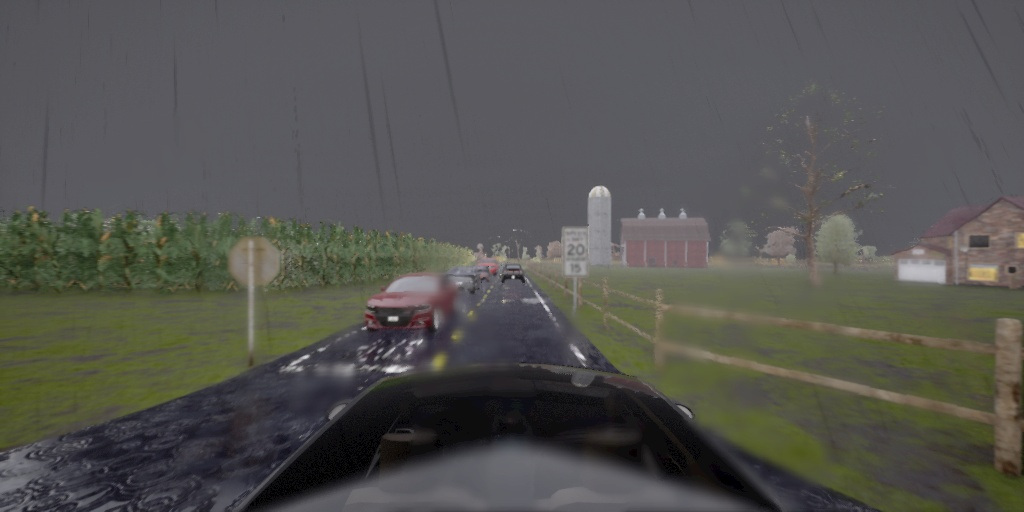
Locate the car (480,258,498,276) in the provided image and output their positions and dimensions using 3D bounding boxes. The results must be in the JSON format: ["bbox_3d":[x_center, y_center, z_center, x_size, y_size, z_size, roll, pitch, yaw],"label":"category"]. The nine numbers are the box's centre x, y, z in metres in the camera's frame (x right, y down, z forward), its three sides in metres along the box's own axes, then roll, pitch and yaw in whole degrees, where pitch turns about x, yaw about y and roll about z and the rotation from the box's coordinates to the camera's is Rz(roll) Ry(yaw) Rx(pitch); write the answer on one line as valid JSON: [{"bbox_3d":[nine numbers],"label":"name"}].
[{"bbox_3d":[-2.806,1.200,41.631,2.150,2.045,5.566,0,0,0],"label":"car"}]

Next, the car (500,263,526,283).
[{"bbox_3d":[0.095,1.414,30.333,1.837,1.490,4.892,0,0,0],"label":"car"}]

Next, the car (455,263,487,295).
[{"bbox_3d":[-2.848,1.345,20.865,2.128,1.511,4.902,0,0,0],"label":"car"}]

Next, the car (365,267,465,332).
[{"bbox_3d":[-2.870,1.278,11.269,1.882,1.535,5.008,0,0,1],"label":"car"}]

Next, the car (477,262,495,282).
[{"bbox_3d":[-2.839,1.477,30.911,1.994,1.385,4.181,0,0,0],"label":"car"}]
